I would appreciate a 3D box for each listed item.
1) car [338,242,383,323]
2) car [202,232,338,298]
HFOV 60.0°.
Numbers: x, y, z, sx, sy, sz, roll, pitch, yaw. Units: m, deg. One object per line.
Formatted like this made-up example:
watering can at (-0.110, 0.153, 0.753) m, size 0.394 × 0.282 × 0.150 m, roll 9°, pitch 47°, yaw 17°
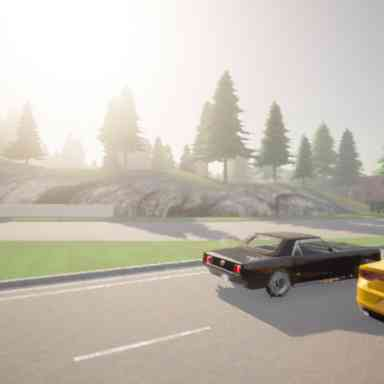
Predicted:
car at (5.244, 1.572, 6.015) m, size 5.008 × 1.535 × 1.882 m, roll 0°, pitch -1°, yaw -26°
car at (2.745, 1.713, 8.703) m, size 4.718 × 1.301 × 1.895 m, roll 1°, pitch -1°, yaw -27°
